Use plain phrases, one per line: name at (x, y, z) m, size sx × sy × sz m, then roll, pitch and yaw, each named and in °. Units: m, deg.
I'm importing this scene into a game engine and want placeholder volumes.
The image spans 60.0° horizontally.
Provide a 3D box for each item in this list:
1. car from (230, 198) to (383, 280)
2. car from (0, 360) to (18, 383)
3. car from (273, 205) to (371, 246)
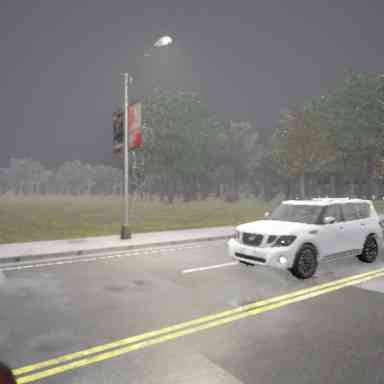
car at (3.742, 1.228, 10.348) m, size 5.566 × 2.045 × 2.150 m, roll 0°, pitch 0°, yaw -36°
car at (-2.896, 1.563, 1.374) m, size 4.181 × 1.385 × 1.994 m, roll 0°, pitch 0°, yaw -36°
car at (6.455, 1.506, 16.279) m, size 4.902 × 1.511 × 2.128 m, roll 0°, pitch 0°, yaw -35°
